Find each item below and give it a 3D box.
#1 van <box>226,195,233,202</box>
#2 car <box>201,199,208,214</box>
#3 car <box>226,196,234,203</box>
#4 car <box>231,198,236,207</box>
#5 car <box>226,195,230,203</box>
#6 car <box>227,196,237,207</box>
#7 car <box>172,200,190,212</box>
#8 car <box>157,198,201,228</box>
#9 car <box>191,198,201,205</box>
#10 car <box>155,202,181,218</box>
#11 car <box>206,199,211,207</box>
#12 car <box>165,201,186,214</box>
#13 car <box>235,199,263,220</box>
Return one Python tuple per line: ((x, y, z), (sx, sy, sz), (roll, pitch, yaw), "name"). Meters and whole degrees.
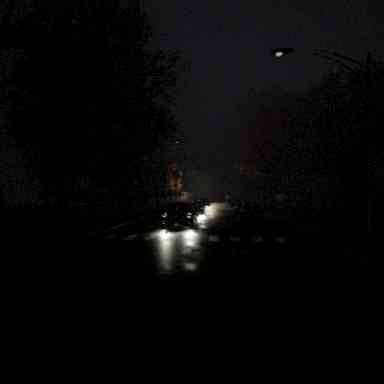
((10.113, 1.838, 89.909), (1.690, 1.788, 3.998), (-1, 0, 5), "van")
((0.470, 1.835, 38.147), (1.895, 1.301, 4.718), (0, 0, 5), "car")
((9.652, 1.903, 84.239), (1.967, 1.590, 4.097), (-1, 0, 5), "car")
((5.948, 1.741, 38.882), (1.887, 1.381, 4.507), (-1, 0, 5), "car")
((8.723, 1.709, 72.901), (2.192, 1.841, 5.009), (-1, 0, 5), "car")
((7.338, 1.859, 55.891), (1.947, 1.339, 4.313), (-1, 0, 5), "car")
((-1.442, 1.860, 45.196), (1.947, 1.339, 4.313), (-1, 0, 5), "car")
((-0.795, 1.505, 23.209), (2.097, 1.767, 4.553), (0, 0, 6), "car")
((0.874, 2.010, 73.544), (2.008, 1.369, 4.403), (-1, 0, 5), "car")
((-2.371, 1.796, 33.858), (1.947, 1.339, 4.313), (-1, 0, 5), "car")
((2.170, 1.873, 57.928), (1.812, 1.442, 4.674), (0, -1, 5), "car")
((-1.906, 1.828, 39.526), (1.947, 1.339, 4.313), (-1, 0, 5), "car")
((5.292, 1.587, 30.207), (1.967, 1.590, 4.097), (-1, 0, 5), "car")
